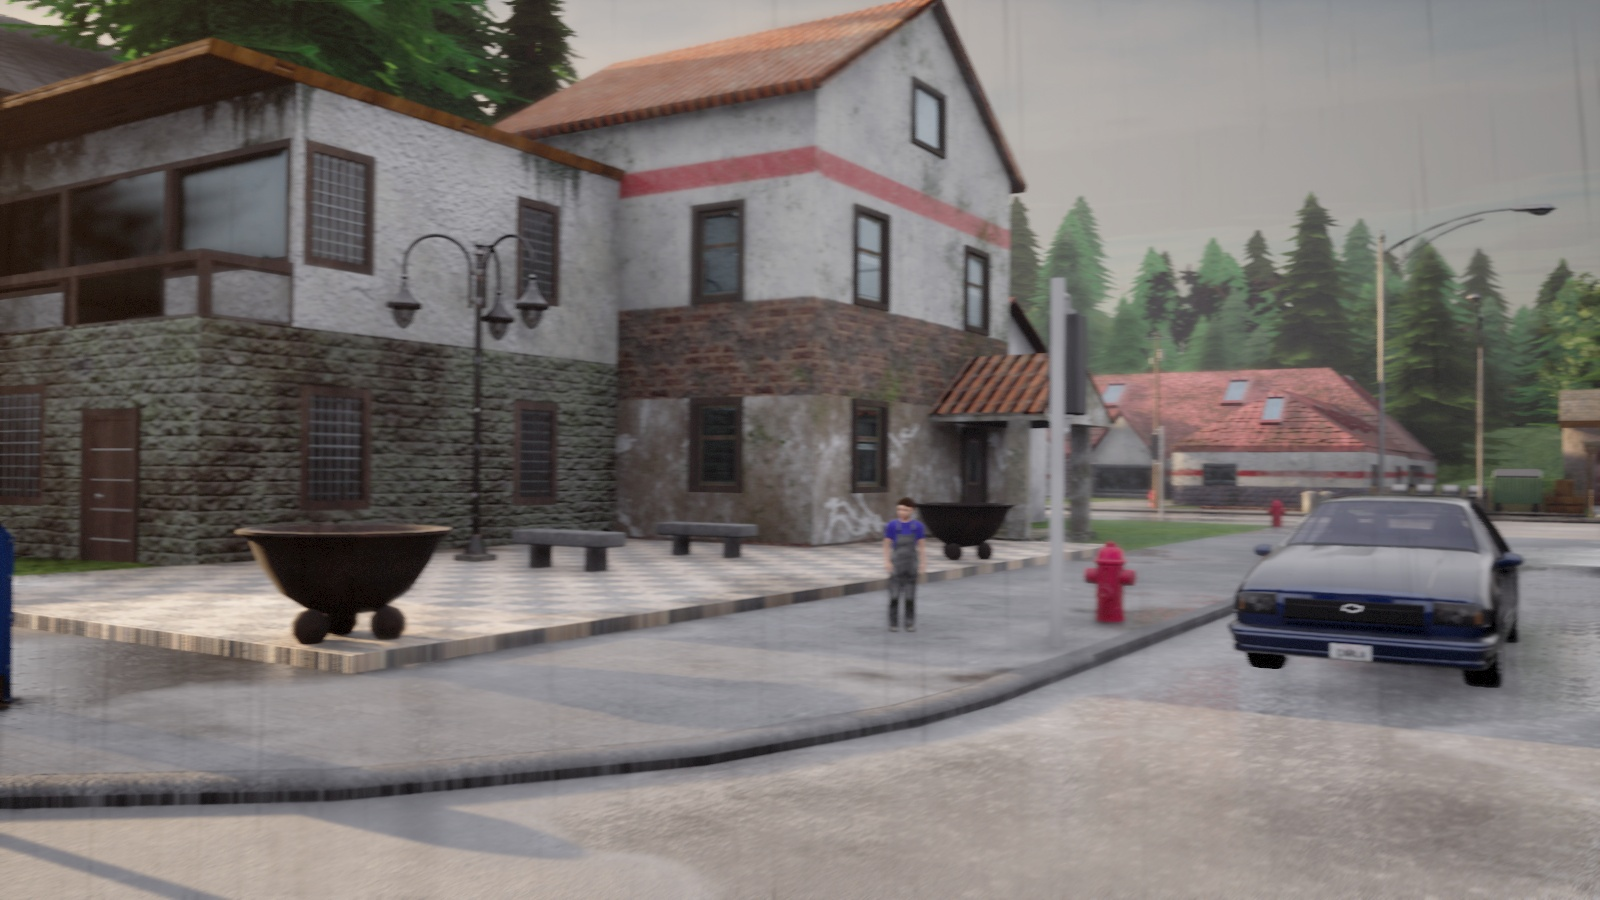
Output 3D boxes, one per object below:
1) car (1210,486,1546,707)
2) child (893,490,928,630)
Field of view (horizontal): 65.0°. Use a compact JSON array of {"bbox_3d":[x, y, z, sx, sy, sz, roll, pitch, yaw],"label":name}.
[{"bbox_3d":[5.388,1.061,11.212,2.033,1.411,5.357,-1,-1,32],"label":"car"},{"bbox_3d":[1.016,1.000,11.601,0.270,1.263,0.437,0,-1,-2],"label":"child"}]
